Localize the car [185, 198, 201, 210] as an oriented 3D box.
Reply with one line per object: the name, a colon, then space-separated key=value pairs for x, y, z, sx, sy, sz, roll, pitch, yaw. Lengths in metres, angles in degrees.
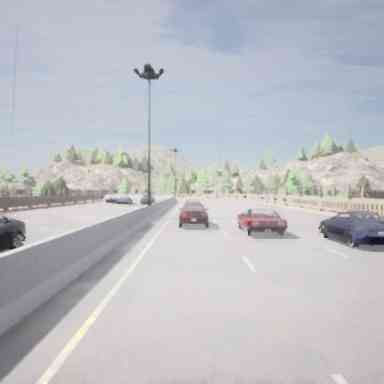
car: x=0.102 y=1.447 z=40.414 sx=1.895 sy=1.301 sz=4.718 roll=0 pitch=0 yaw=0

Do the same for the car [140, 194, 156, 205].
car: x=-7.056 y=1.173 z=53.283 sx=2.097 sy=1.767 sz=4.553 roll=0 pitch=0 yaw=0

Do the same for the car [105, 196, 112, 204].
car: x=-14.033 y=1.415 z=59.320 sx=1.895 sy=1.301 sz=4.718 roll=0 pitch=0 yaw=1

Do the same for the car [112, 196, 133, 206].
car: x=-10.553 y=1.369 z=52.632 sx=2.033 sy=1.411 sz=5.357 roll=0 pitch=0 yaw=1

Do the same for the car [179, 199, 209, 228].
car: x=0.115 y=1.433 z=21.438 sx=1.812 sy=1.442 sz=4.674 roll=0 pitch=0 yaw=0

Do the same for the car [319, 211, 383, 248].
car: x=7.101 y=1.500 z=14.375 sx=1.994 sy=1.385 sz=4.181 roll=0 pitch=0 yaw=0

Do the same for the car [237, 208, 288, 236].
car: x=3.601 y=1.522 z=17.946 sx=1.895 sy=1.301 sz=4.718 roll=0 pitch=0 yaw=0

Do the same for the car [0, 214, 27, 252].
car: x=-7.100 y=1.444 z=10.515 sx=2.128 sy=1.511 sz=4.902 roll=0 pitch=0 yaw=0
